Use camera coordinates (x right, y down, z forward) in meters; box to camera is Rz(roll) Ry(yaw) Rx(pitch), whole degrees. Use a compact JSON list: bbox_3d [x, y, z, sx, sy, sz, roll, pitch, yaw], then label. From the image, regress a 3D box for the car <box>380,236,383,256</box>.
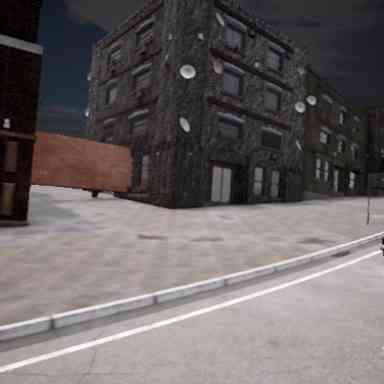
[{"bbox_3d":[7.848,1.512,10.863,4.718,1.301,1.895,-1,1,-44],"label":"car"}]
